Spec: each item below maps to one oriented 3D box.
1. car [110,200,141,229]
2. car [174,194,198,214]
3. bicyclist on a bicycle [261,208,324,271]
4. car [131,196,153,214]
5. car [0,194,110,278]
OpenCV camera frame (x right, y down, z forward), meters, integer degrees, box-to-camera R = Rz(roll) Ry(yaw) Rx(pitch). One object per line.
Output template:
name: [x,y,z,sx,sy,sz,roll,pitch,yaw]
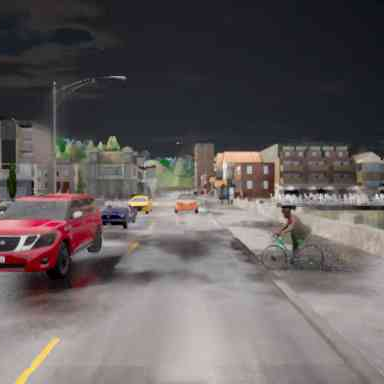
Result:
car: [-4.494,1.366,19.917,1.895,1.301,4.718,0,1,-1]
car: [-0.522,0.990,30.752,2.097,1.767,4.553,0,1,-1]
bicyclist on a bicycle: [2.602,1.245,8.614,1.656,1.620,0.582,0,1,-1]
car: [-4.674,1.123,30.178,1.882,1.535,5.008,0,1,-1]
car: [-4.293,1.103,10.062,2.150,2.045,5.566,0,1,-1]
